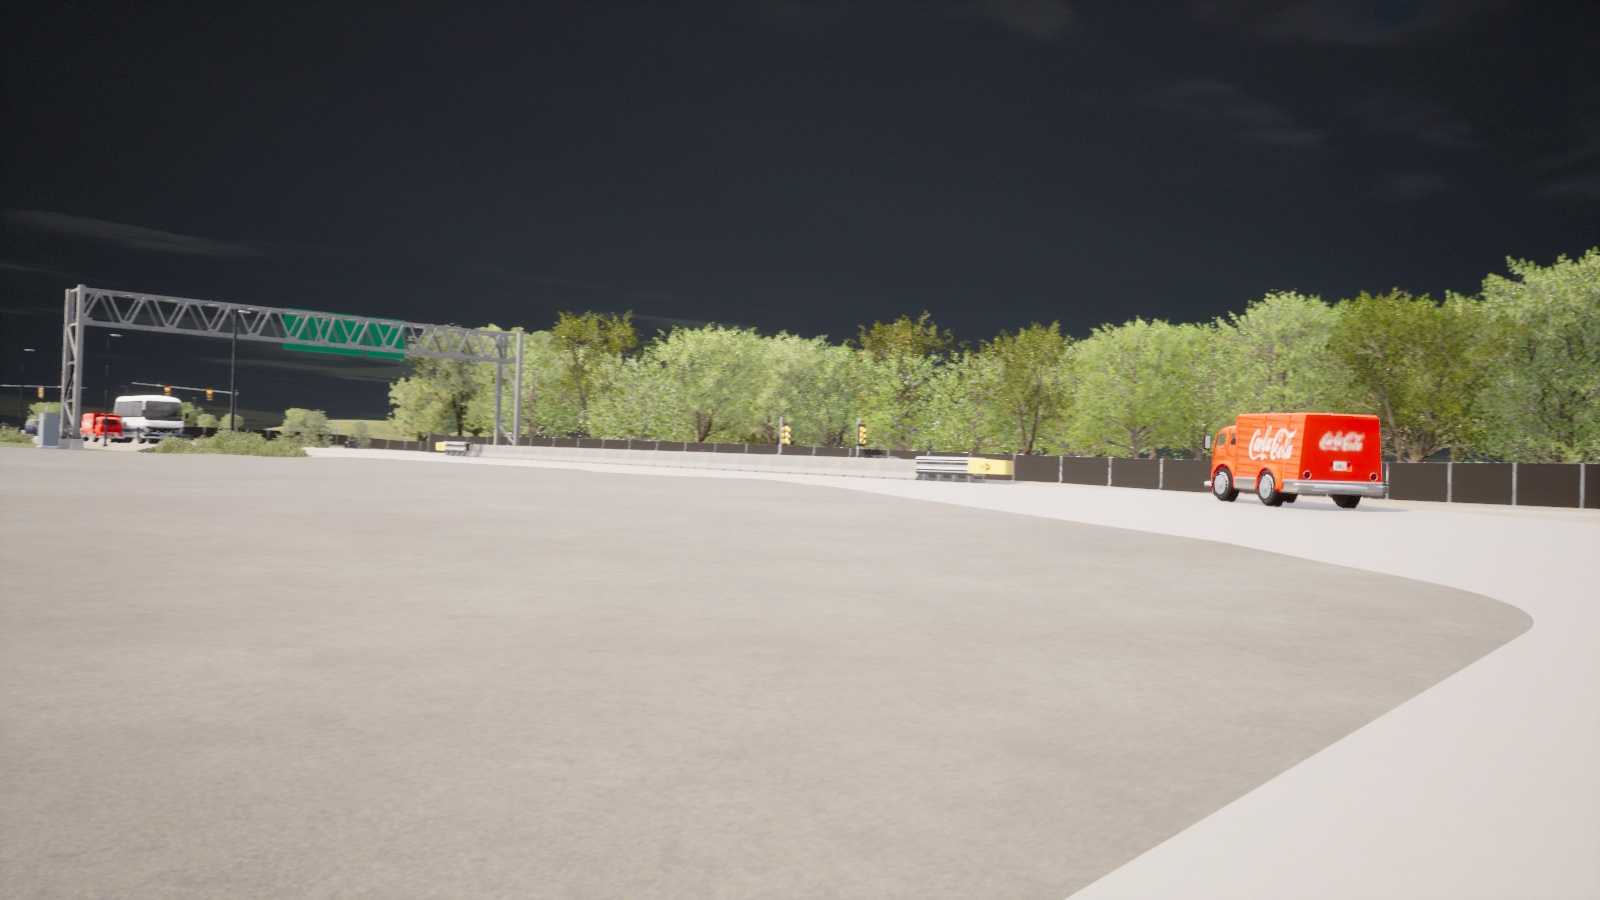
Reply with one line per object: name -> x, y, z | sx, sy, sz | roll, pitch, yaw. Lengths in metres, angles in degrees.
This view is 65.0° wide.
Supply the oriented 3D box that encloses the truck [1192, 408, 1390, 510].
truck -> 13.112, 0.210, 34.006 | 2.627, 2.467, 5.204 | 2, 0, -10
